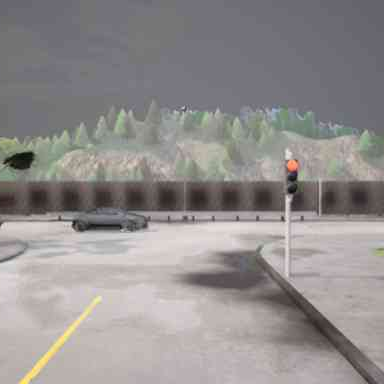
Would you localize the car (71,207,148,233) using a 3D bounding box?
[{"bbox_3d":[-4.641,1.554,18.986,4.181,1.385,1.994,0,0,0],"label":"car"}]
